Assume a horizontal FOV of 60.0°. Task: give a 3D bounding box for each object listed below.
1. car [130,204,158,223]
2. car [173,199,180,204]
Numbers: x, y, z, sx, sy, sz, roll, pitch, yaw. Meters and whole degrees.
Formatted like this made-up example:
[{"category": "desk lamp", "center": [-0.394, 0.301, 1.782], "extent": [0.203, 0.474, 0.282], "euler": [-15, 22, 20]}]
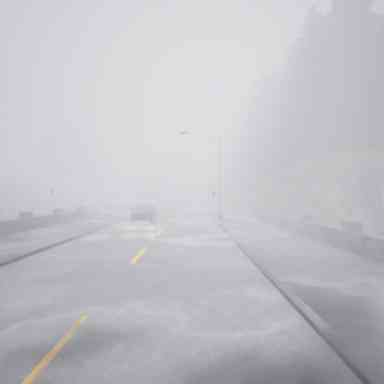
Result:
[{"category": "car", "center": [-4.054, 1.793, 28.788], "extent": [1.882, 1.535, 5.008], "euler": [0, -1, 1]}, {"category": "car", "center": [-4.079, 2.497, 88.886], "extent": [2.128, 1.511, 4.902], "euler": [0, -1, 0]}]
